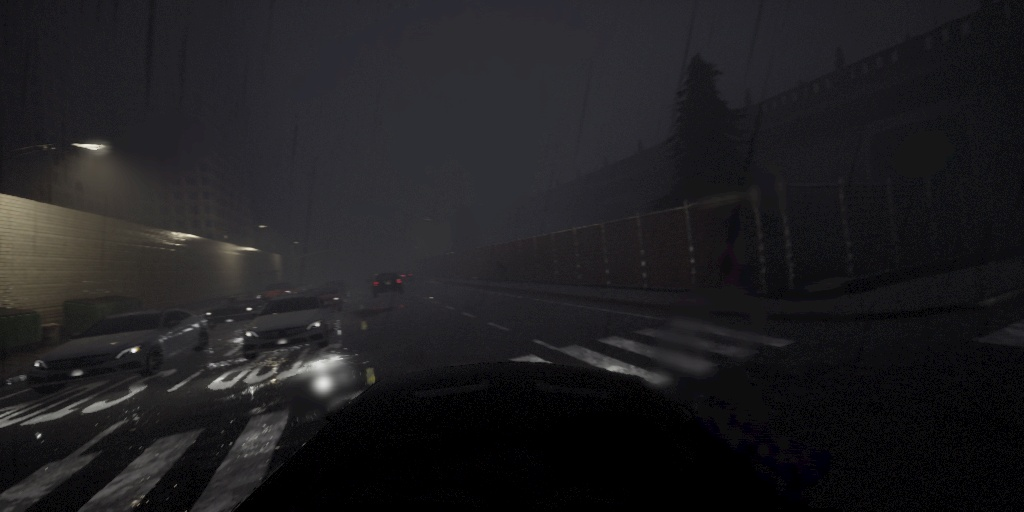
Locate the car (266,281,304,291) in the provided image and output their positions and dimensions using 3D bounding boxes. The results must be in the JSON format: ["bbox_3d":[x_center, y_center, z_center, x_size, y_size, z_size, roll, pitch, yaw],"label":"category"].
[{"bbox_3d":[-16.796,2.706,25.933,2.097,1.767,4.553,-5,0,-23],"label":"car"}]

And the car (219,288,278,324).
[{"bbox_3d":[-13.207,2.591,17.648,1.895,1.301,4.718,-5,0,-23],"label":"car"}]

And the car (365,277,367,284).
[{"bbox_3d":[-20.092,3.287,51.763,1.812,1.442,4.674,-5,0,-24],"label":"car"}]

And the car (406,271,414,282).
[{"bbox_3d":[-13.559,2.620,45.155,2.128,1.511,4.902,-5,0,-23],"label":"car"}]

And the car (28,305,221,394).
[{"bbox_3d":[-9.620,2.150,9.293,1.812,1.442,4.674,-5,0,-23],"label":"car"}]

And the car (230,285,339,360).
[{"bbox_3d":[-6.421,1.859,10.693,1.812,1.442,4.674,-5,0,-23],"label":"car"}]

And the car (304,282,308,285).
[{"bbox_3d":[-20.591,3.267,34.822,1.812,1.442,4.674,-5,0,-23],"label":"car"}]

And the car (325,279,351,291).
[{"bbox_3d":[-13.830,2.635,27.909,2.033,1.411,5.357,-5,0,-23],"label":"car"}]

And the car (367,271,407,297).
[{"bbox_3d":[-9.728,2.057,27.659,2.097,1.767,4.553,-5,0,-23],"label":"car"}]

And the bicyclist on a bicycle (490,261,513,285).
[{"bbox_3d":[-0.735,1.157,24.437,1.656,1.620,0.582,-4,-1,-23],"label":"bicyclist on a bicycle"}]

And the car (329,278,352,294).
[{"bbox_3d":[-18.348,3.149,38.470,1.895,1.301,4.718,-5,0,-23],"label":"car"}]

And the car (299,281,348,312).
[{"bbox_3d":[-10.014,2.300,19.052,1.895,1.301,4.718,-5,0,-23],"label":"car"}]
